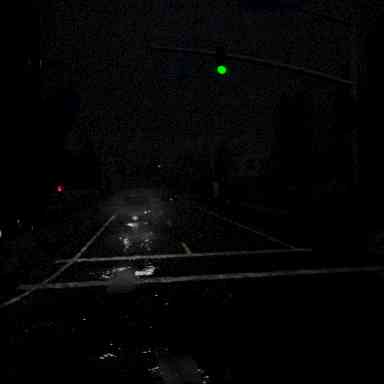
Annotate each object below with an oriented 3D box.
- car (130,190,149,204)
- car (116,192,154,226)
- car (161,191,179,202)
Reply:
[{"bbox_3d":[-6.242,0.578,39.981,2.033,1.411,5.357,-1,2,-8],"label":"car"},{"bbox_3d":[-3.314,1.017,19.611,2.128,1.511,4.902,-1,2,-8],"label":"car"},{"bbox_3d":[-2.792,0.527,41.267,1.895,1.301,4.718,-1,2,-8],"label":"car"}]
